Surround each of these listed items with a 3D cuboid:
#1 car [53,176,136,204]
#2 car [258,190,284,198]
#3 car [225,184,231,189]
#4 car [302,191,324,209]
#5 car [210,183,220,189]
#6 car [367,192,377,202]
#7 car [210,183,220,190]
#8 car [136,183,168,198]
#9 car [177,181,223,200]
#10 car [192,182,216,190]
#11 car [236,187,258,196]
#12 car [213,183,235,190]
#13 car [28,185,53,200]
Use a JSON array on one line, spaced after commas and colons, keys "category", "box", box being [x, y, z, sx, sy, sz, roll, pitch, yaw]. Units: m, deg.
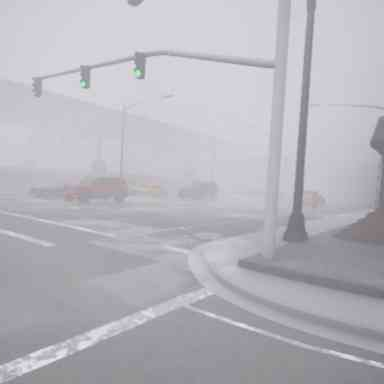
[{"category": "car", "box": [-7.433, -0.229, 25.934, 2.150, 2.045, 5.566, 5, 3, 37]}, {"category": "car", "box": [12.904, 0.255, 53.047, 1.895, 1.301, 4.718, 5, 3, 37]}, {"category": "car", "box": [7.950, -1.489, 83.046, 4.536, 1.218, 1.853, 2, 2, -25]}, {"category": "car", "box": [11.987, 0.640, 33.817, 2.097, 1.767, 4.553, 5, 3, 34]}, {"category": "car", "box": [5.417, -1.451, 78.348, 1.853, 1.218, 4.536, 3, 2, 0]}, {"category": "car", "box": [33.355, 1.206, 56.732, 4.902, 1.511, 2.128, 3, 0, -4]}, {"category": "car", "box": [5.408, -1.291, 78.303, 2.038, 1.542, 4.974, 3, 2, 0]}, {"category": "car", "box": [-4.600, -0.184, 35.591, 1.882, 1.535, 5.008, 5, 3, 36]}, {"category": "car", "box": [0.758, -0.196, 36.881, 2.150, 2.045, 5.566, 5, 4, 37]}, {"category": "car", "box": [2.660, -1.304, 74.604, 4.974, 1.542, 2.038, 3, 2, -10]}, {"category": "car", "box": [9.232, -0.042, 53.988, 2.033, 1.411, 5.357, 5, 3, 37]}, {"category": "car", "box": [7.988, -1.330, 83.074, 4.974, 1.542, 2.038, 2, 2, -25]}, {"category": "car", "box": [-10.802, -0.092, 27.301, 1.895, 1.301, 4.718, 5, 3, 37]}]
